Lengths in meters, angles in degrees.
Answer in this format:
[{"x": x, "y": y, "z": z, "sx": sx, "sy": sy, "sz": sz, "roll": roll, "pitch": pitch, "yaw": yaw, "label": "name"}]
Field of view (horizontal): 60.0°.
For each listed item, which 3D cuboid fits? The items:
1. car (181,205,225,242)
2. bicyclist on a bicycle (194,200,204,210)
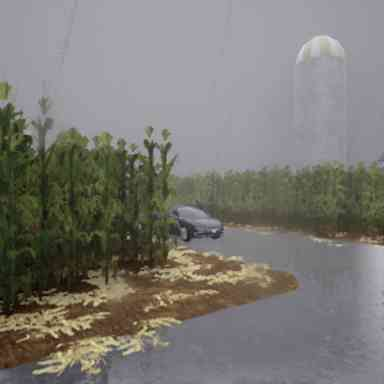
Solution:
[{"x": -0.407, "y": 1.434, "z": 16.186, "sx": 1.837, "sy": 1.490, "sz": 4.892, "roll": 1, "pitch": 0, "yaw": -34, "label": "car"}, {"x": 0.483, "y": 1.429, "z": 26.247, "sx": 1.656, "sy": 1.620, "sz": 0.582, "roll": 1, "pitch": 0, "yaw": -35, "label": "bicyclist on a bicycle"}]
